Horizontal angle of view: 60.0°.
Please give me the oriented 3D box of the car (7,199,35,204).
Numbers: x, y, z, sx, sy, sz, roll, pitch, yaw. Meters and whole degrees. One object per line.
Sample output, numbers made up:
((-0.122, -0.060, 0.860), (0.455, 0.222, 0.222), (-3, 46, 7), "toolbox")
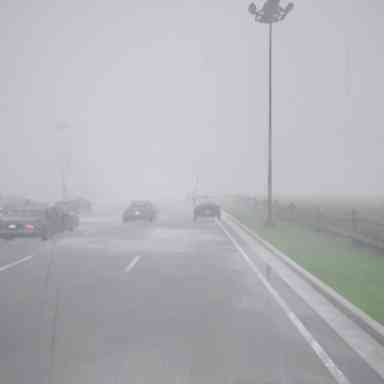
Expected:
((-13.914, 1.242, 27.714), (1.895, 1.301, 4.718), (0, 1, 0), "car")

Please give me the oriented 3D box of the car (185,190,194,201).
((-0.160, 0.814, 57.965), (1.994, 1.385, 4.181), (0, 1, 0), "car")

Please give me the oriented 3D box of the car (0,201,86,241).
((-6.897, 1.349, 15.312), (2.033, 1.411, 5.357), (0, 1, 0), "car")

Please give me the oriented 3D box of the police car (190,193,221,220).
((1.052, 1.107, 24.526), (1.930, 1.638, 5.238), (0, 1, 0), "police car")

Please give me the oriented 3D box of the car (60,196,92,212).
((-10.422, 1.095, 29.578), (1.882, 1.535, 5.008), (0, 1, 0), "car")

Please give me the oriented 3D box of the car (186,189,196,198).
((-0.235, 0.275, 72.543), (2.097, 1.767, 4.553), (0, 1, 0), "car")

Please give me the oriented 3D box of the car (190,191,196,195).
((0.975, 1.002, 40.450), (1.812, 1.442, 4.674), (0, 1, 0), "car")

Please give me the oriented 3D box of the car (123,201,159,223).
((-3.401, 1.269, 22.726), (1.994, 1.385, 4.181), (0, 1, 0), "car")
